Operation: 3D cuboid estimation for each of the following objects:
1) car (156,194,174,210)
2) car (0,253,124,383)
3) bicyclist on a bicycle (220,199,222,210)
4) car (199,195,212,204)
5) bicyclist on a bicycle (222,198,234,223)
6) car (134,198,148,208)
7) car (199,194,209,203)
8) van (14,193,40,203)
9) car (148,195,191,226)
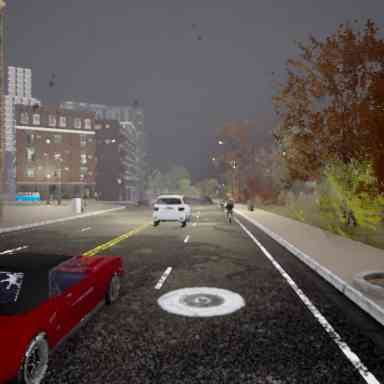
[{"bbox_3d":[-3.834,1.396,48.213,2.150,2.045,5.566,0,0,1],"label":"car"},{"bbox_3d":[-2.566,1.613,5.224,1.895,1.301,4.718,0,0,5],"label":"car"},{"bbox_3d":[3.194,1.503,35.050,0.582,1.620,1.656,0,0,2],"label":"bicyclist on a bicycle"},{"bbox_3d":[2.829,1.588,63.636,1.837,1.490,4.892,0,0,0],"label":"car"},{"bbox_3d":[2.711,1.406,23.997,0.659,1.776,1.843,0,0,3],"label":"bicyclist on a bicycle"},{"bbox_3d":[-7.095,1.556,48.213,1.994,1.385,4.181,0,0,-2],"label":"car"},{"bbox_3d":[2.631,1.450,73.857,2.097,1.767,4.553,0,0,-1],"label":"car"},{"bbox_3d":[-28.177,1.024,57.071,3.998,1.788,1.690,1,-1,-28],"label":"van"},{"bbox_3d":[-1.354,1.262,23.618,2.150,2.045,5.566,0,0,3],"label":"car"}]
